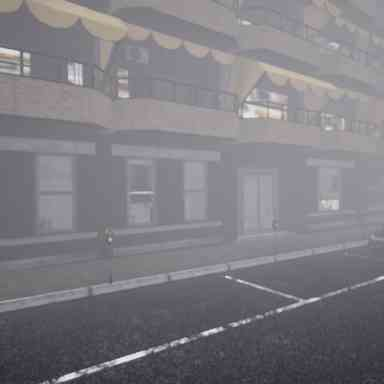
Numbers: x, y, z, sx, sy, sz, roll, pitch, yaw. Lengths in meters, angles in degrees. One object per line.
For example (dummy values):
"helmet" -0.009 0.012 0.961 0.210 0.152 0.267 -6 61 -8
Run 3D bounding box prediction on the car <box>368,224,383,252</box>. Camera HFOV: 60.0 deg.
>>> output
"car" 8.337 1.560 12.537 4.206 1.307 1.802 0 -1 -36
